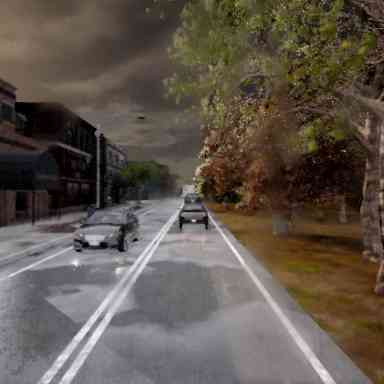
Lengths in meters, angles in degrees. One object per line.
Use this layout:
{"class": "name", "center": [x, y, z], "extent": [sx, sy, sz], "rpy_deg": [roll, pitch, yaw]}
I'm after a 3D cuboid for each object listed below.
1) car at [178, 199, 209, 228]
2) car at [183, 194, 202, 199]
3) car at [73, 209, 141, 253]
{"class": "car", "center": [0.104, 1.490, 22.234], "extent": [2.128, 1.511, 4.902], "rpy_deg": [0, 0, 0]}
{"class": "car", "center": [0.106, 1.211, 42.291], "extent": [2.150, 2.045, 5.566], "rpy_deg": [0, 0, 0]}
{"class": "car", "center": [-3.336, 1.493, 13.818], "extent": [2.128, 1.511, 4.902], "rpy_deg": [0, 0, 0]}
